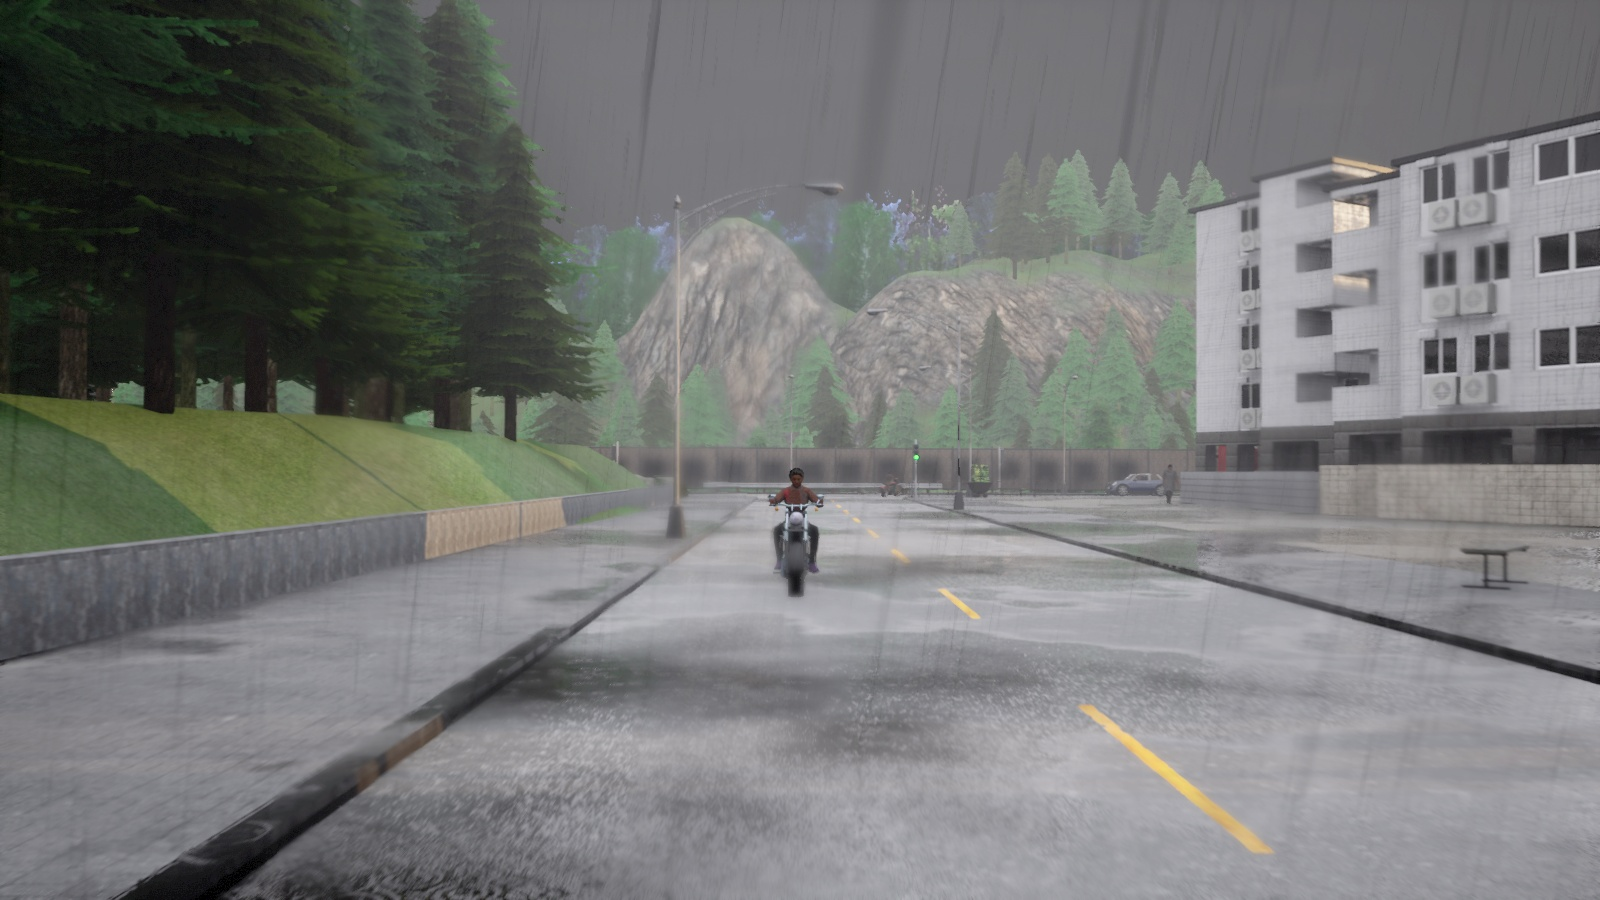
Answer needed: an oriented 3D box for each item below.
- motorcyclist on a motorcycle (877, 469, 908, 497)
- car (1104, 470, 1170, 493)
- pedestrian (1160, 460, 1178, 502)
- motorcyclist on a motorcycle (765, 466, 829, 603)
[{"bbox_3d":[5.617,2.017,76.131,0.766,1.649,2.350,1,0,33],"label":"motorcyclist on a motorcycle"},{"bbox_3d":[22.180,2.077,82.785,3.806,1.475,1.970,0,-1,0],"label":"car"},{"bbox_3d":[17.243,1.438,58.664,0.659,1.952,0.873,0,-1,9],"label":"pedestrian"},{"bbox_3d":[-0.038,1.039,16.330,0.766,1.649,2.350,0,-1,0],"label":"motorcyclist on a motorcycle"}]
